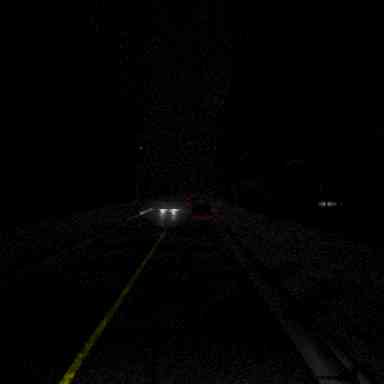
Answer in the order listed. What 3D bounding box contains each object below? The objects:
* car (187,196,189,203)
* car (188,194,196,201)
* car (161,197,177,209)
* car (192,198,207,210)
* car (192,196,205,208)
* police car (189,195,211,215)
[{"bbox_3d":[-0.026,1.532,68.479,1.895,1.301,4.718,0,0,0],"label":"car"},{"bbox_3d":[-0.032,1.381,83.449,1.882,1.535,5.008,0,0,0],"label":"car"},{"bbox_3d":[-3.101,1.476,44.987,1.837,1.490,4.892,0,0,0],"label":"car"},{"bbox_3d":[0.884,1.498,43.314,1.812,1.442,4.674,0,0,0],"label":"car"},{"bbox_3d":[0.881,1.449,49.314,1.882,1.535,5.008,0,0,0],"label":"car"},{"bbox_3d":[0.888,1.400,33.424,1.930,1.638,5.238,0,0,0],"label":"police car"}]
